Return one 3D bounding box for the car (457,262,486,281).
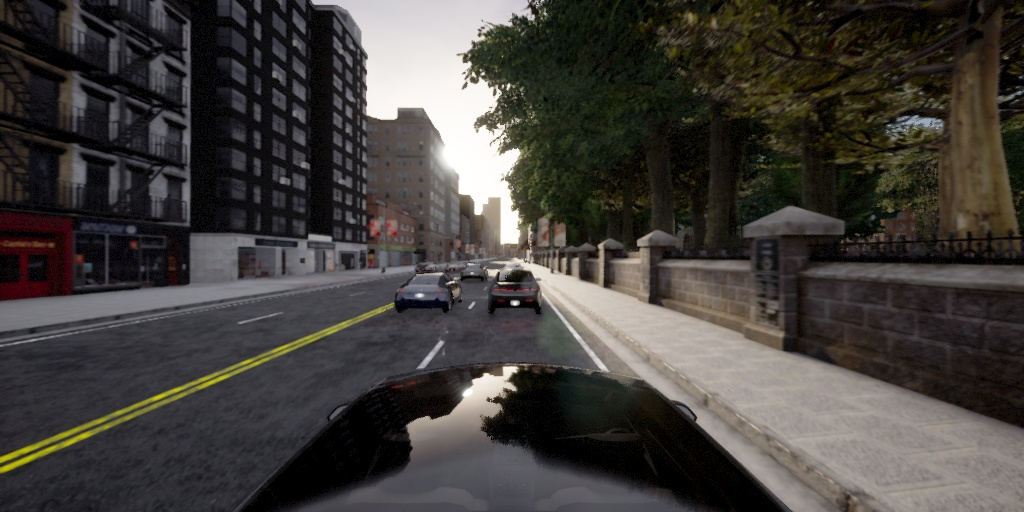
[{"bbox_3d":[-3.152,1.341,30.431,1.994,1.385,4.181,0,0,0],"label":"car"}]

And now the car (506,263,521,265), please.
[{"bbox_3d":[0.096,1.303,30.877,1.812,1.442,4.674,0,0,0],"label":"car"}]

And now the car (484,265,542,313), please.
[{"bbox_3d":[0.099,1.264,13.947,1.837,1.490,4.892,0,0,0],"label":"car"}]

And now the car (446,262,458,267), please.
[{"bbox_3d":[-6.591,1.357,41.435,1.994,1.385,4.181,0,0,0],"label":"car"}]

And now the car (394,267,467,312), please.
[{"bbox_3d":[-3.151,1.323,14.258,1.994,1.385,4.181,0,0,0],"label":"car"}]

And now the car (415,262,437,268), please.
[{"bbox_3d":[-9.841,1.358,41.463,1.994,1.385,4.181,0,0,0],"label":"car"}]
